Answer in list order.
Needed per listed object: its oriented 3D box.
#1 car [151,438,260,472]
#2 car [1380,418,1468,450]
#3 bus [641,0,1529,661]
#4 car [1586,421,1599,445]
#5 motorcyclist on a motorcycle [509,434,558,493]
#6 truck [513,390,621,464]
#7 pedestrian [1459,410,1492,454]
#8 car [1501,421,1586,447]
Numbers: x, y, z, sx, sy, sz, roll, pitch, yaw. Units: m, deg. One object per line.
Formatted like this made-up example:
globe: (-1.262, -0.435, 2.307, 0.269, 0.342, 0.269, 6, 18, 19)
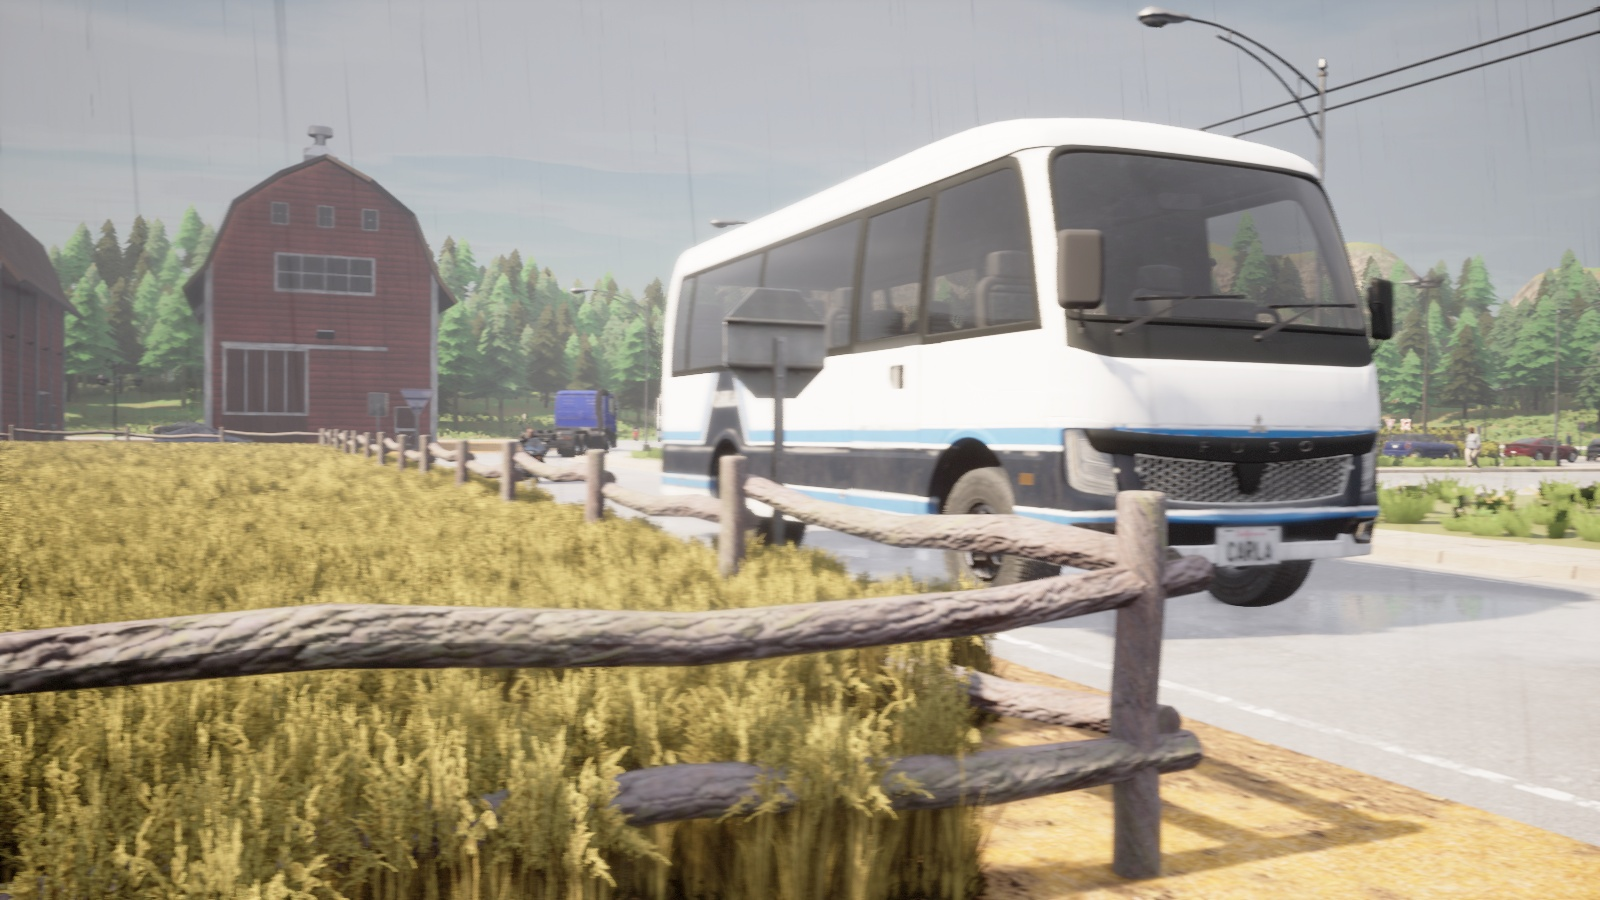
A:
car: (-26.187, 0.211, 55.514, 4.181, 1.385, 1.994, -1, 1, -20)
car: (35.903, -0.934, 72.245, 4.553, 1.767, 2.097, -1, 1, -24)
bus: (1.687, -0.822, 13.504, 3.944, 4.253, 10.273, -1, 1, -24)
car: (52.806, -1.131, 82.084, 1.837, 1.490, 4.892, 0, 1, 39)
motorcyclist on a motorcycle: (-7.237, 0.340, 34.019, 0.866, 1.530, 2.191, -1, 1, -24)
truck: (-11.617, -1.162, 63.558, 2.891, 3.462, 7.936, 0, 1, 8)
pedestrian: (28.866, -0.752, 53.690, 0.900, 1.855, 0.874, -1, 1, -25)
car: (45.208, -0.983, 76.385, 5.008, 1.535, 1.882, -1, 1, -24)
